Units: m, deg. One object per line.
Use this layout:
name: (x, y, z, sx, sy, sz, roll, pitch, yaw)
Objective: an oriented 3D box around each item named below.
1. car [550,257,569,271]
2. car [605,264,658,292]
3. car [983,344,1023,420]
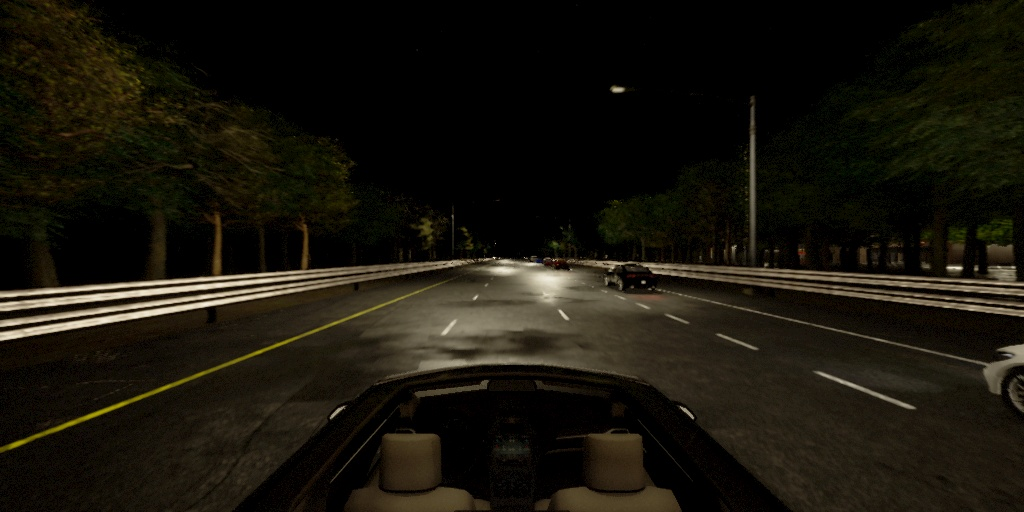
car: (7.020, 1.318, 51.502, 1.812, 1.442, 4.674, 0, 0, 0)
car: (6.997, 1.237, 21.542, 1.882, 1.535, 5.008, 0, 0, 0)
car: (7.001, 1.278, 2.608, 1.812, 1.442, 4.674, 0, 0, 0)
